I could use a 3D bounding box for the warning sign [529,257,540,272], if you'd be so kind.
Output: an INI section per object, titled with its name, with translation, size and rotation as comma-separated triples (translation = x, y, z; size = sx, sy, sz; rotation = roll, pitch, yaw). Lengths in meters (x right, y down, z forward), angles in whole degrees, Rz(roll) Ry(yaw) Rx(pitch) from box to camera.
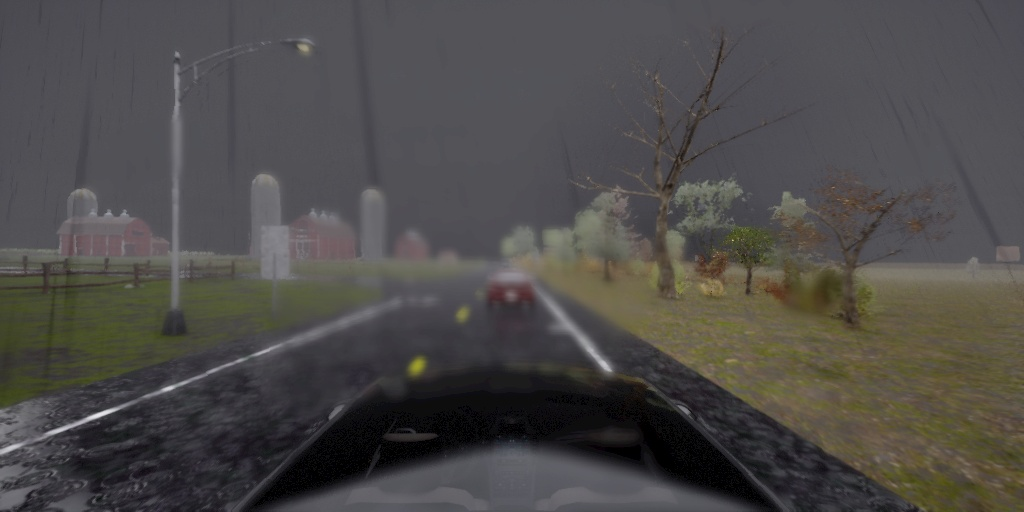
[warning sign]
translation = 3.117, 1.390, 52.841
size = 1.300, 1.860, 1.060
rotation = 0, 0, -1

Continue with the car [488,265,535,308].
[car]
translation = -0.016, 1.372, 16.103
size = 1.882, 1.535, 5.008
rotation = 0, 0, 0
